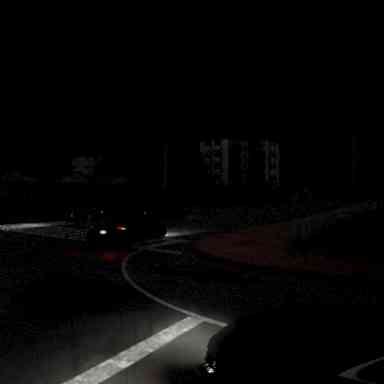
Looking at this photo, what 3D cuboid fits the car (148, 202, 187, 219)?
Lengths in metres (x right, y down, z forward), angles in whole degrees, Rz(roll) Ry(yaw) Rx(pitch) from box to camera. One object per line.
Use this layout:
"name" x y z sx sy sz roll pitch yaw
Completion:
"car" -2.622 1.564 27.689 2.033 1.411 5.357 0 0 38

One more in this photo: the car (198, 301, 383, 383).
"car" 2.308 1.506 2.344 4.892 1.490 1.837 0 0 35

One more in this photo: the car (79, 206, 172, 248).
"car" -2.801 1.575 15.146 1.994 1.385 4.181 0 0 21

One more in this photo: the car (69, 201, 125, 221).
"car" -7.558 1.513 27.032 2.128 1.511 4.902 0 0 38

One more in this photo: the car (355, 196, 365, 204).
"car" 28.793 1.507 57.137 1.837 1.490 4.892 0 0 37
